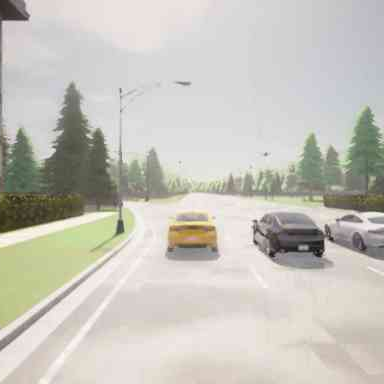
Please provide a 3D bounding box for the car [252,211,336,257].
[{"bbox_3d":[3.546,1.503,12.928,1.837,1.490,4.892,0,0,1],"label":"car"}]

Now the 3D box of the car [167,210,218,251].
[{"bbox_3d":[0.020,1.474,14.091,1.882,1.535,5.008,0,0,0],"label":"car"}]

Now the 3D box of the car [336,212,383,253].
[{"bbox_3d":[7.052,1.523,13.598,1.812,1.442,4.674,0,0,1],"label":"car"}]
